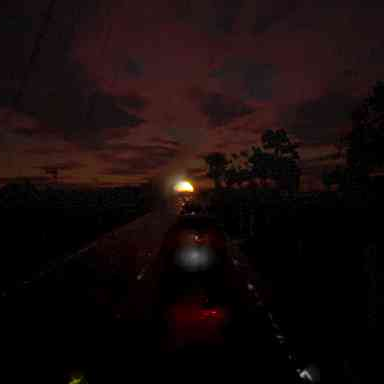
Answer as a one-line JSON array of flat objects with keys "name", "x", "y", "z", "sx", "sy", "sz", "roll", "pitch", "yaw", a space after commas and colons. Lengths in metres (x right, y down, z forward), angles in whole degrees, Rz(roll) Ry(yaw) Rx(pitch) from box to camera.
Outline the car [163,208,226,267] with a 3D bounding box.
[{"name": "car", "x": 0.085, "y": 1.486, "z": 11.273, "sx": 1.837, "sy": 1.490, "sz": 4.892, "roll": 0, "pitch": 0, "yaw": 0}]

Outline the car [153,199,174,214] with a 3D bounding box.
[{"name": "car", "x": -2.836, "y": 1.486, "z": 34.274, "sx": 1.812, "sy": 1.442, "sz": 4.674, "roll": 0, "pitch": 0, "yaw": 0}]

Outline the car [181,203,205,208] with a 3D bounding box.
[{"name": "car", "x": 0.088, "y": 1.531, "z": 26.763, "sx": 1.994, "sy": 1.385, "sz": 4.181, "roll": 0, "pitch": 0, "yaw": 0}]
